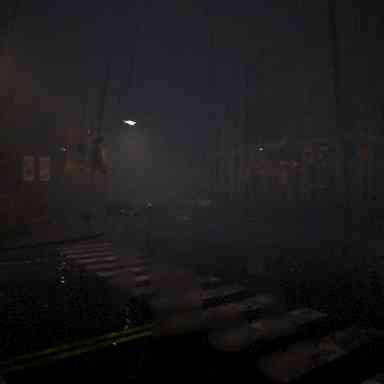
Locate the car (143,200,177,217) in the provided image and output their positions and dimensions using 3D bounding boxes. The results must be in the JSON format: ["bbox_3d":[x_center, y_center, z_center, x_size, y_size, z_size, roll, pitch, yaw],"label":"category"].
[{"bbox_3d":[-3.732,1.755,33.685,1.994,1.385,4.181,1,0,-35],"label":"car"}]

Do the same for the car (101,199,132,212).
[{"bbox_3d":[-9.582,1.683,42.079,2.128,1.511,4.902,1,0,-35],"label":"car"}]

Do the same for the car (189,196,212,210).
[{"bbox_3d":[0.517,1.550,47.947,2.150,2.045,5.566,1,0,-35],"label":"car"}]

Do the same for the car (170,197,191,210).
[{"bbox_3d":[-2.735,1.765,46.507,1.882,1.535,5.008,1,0,-35],"label":"car"}]

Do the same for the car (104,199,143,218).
[{"bbox_3d":[-6.806,1.676,31.972,1.812,1.442,4.674,1,0,-35],"label":"car"}]
